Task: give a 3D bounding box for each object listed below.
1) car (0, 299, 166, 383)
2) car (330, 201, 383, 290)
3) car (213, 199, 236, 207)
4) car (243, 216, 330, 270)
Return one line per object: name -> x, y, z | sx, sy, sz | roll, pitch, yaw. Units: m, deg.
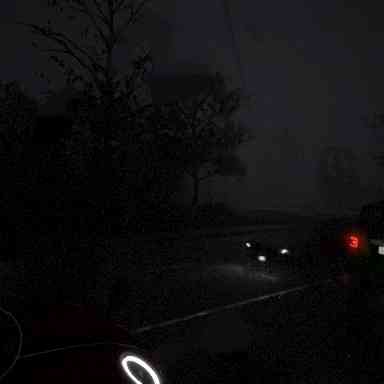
car -> -2.354, 1.352, 2.029 | 4.553, 1.767, 2.097 | 0, 0, -36
car -> 5.919, 1.221, 7.882 | 5.566, 2.045, 2.150 | 0, 0, -35
car -> 4.377, 1.674, 51.134 | 4.718, 1.301, 1.895 | -1, 0, 43
car -> 4.222, 1.547, 11.221 | 5.357, 1.411, 2.033 | 0, 0, -35
